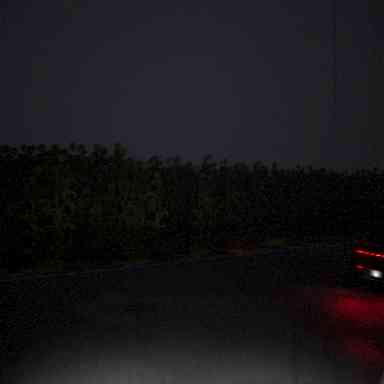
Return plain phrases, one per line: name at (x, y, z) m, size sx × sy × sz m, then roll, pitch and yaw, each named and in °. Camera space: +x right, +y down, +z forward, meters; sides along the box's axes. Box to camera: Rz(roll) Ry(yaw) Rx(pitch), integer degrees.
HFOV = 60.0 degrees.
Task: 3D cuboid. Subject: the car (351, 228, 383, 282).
car at (6.333, 1.663, 8.983) m, size 4.892 × 1.490 × 1.837 m, roll 1°, pitch 0°, yaw -32°
